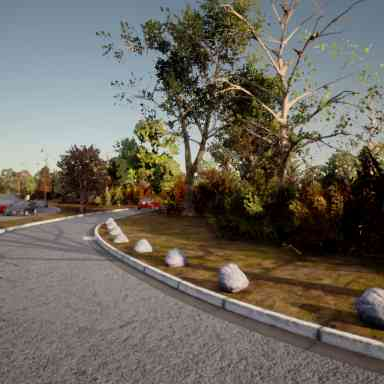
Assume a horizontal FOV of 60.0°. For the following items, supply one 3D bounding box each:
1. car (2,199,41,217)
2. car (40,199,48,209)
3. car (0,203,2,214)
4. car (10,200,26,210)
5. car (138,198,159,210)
[{"bbox_3d":[-18.190,1.846,35.736,1.837,1.490,4.892,1,-1,-9],"label":"car"},{"bbox_3d":[-24.542,1.942,53.799,2.128,1.511,4.902,0,0,-31],"label":"car"},{"bbox_3d":[-21.389,1.819,35.314,1.882,1.535,5.008,0,-1,-10],"label":"car"},{"bbox_3d":[-27.322,2.022,52.115,1.994,1.385,4.181,0,0,-31],"label":"car"},{"bbox_3d":[-6.164,1.657,48.891,2.097,1.767,4.553,0,1,16],"label":"car"}]
